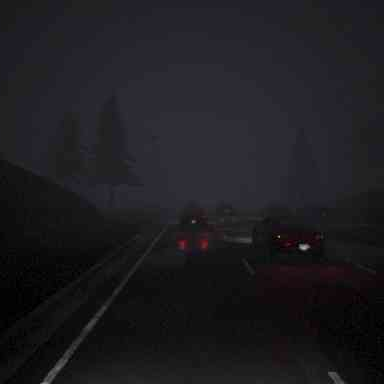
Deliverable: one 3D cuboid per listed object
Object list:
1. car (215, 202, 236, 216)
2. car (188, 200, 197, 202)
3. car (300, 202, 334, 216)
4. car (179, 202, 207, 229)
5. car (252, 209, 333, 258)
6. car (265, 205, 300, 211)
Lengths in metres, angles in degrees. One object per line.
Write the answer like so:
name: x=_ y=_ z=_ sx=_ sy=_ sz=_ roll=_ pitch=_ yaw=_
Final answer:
car: x=3.586 y=1.783 z=36.462 sx=1.812 sy=1.442 sz=4.674 roll=0 pitch=0 yaw=0
car: x=0.083 y=1.849 z=44.268 sx=1.812 sy=1.442 sz=4.674 roll=0 pitch=0 yaw=0
car: x=10.590 y=1.662 z=29.093 sx=1.882 sy=1.535 sz=5.008 roll=0 pitch=0 yaw=0
car: x=0.088 y=1.695 z=23.167 sx=1.812 sy=1.442 sz=4.674 roll=0 pitch=0 yaw=0
car: x=3.599 y=1.612 z=13.010 sx=1.812 sy=1.442 sz=4.674 roll=0 pitch=0 yaw=0
car: x=7.091 y=1.747 z=27.596 sx=1.994 sy=1.385 sz=4.181 roll=0 pitch=0 yaw=0
